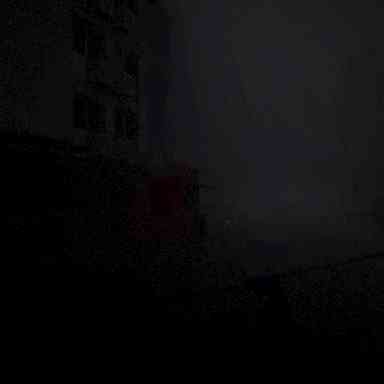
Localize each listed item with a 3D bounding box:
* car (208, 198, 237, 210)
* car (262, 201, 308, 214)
[{"bbox_3d":[3.855,1.526,43.779,1.812,1.442,4.674,0,0,-36],"label":"car"},{"bbox_3d":[9.860,1.601,35.363,1.895,1.301,4.718,0,0,-36],"label":"car"}]
